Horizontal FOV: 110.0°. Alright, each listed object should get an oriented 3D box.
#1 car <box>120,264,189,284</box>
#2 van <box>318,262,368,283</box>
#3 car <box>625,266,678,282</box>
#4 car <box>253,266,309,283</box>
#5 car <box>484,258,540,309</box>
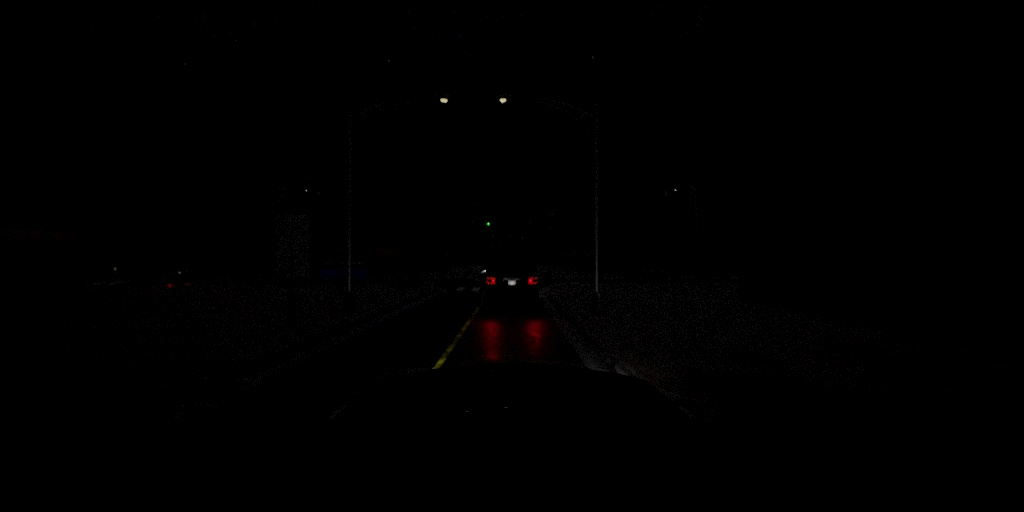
[{"bbox_3d":[-31.286,1.499,31.447,4.553,1.767,2.097,0,-1,0],"label":"car"},{"bbox_3d":[-14.754,1.439,31.411,3.998,1.789,1.690,0,0,0],"label":"van"},{"bbox_3d":[12.248,1.582,31.552,4.403,1.370,2.007,0,0,0],"label":"car"},{"bbox_3d":[-20.229,1.553,31.382,4.097,1.591,1.967,0,0,0],"label":"car"},{"bbox_3d":[-0.003,1.110,15.889,2.150,2.045,5.566,0,0,0],"label":"car"}]
